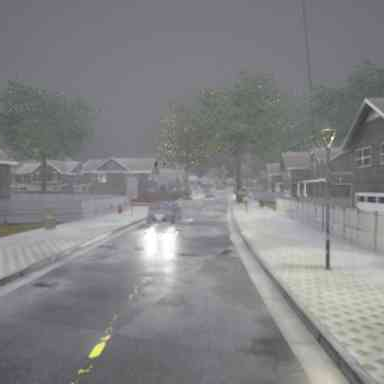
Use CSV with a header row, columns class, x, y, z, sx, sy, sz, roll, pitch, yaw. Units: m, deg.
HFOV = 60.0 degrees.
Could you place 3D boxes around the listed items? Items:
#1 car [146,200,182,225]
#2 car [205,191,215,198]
class,x,y,z,sx,sy,sz,roll,pitch,yaw
car,-1.790,1.331,22.698,2.128,1.511,4.902,0,1,5
car,4.005,0.523,74.493,2.097,1.767,4.553,0,1,6
